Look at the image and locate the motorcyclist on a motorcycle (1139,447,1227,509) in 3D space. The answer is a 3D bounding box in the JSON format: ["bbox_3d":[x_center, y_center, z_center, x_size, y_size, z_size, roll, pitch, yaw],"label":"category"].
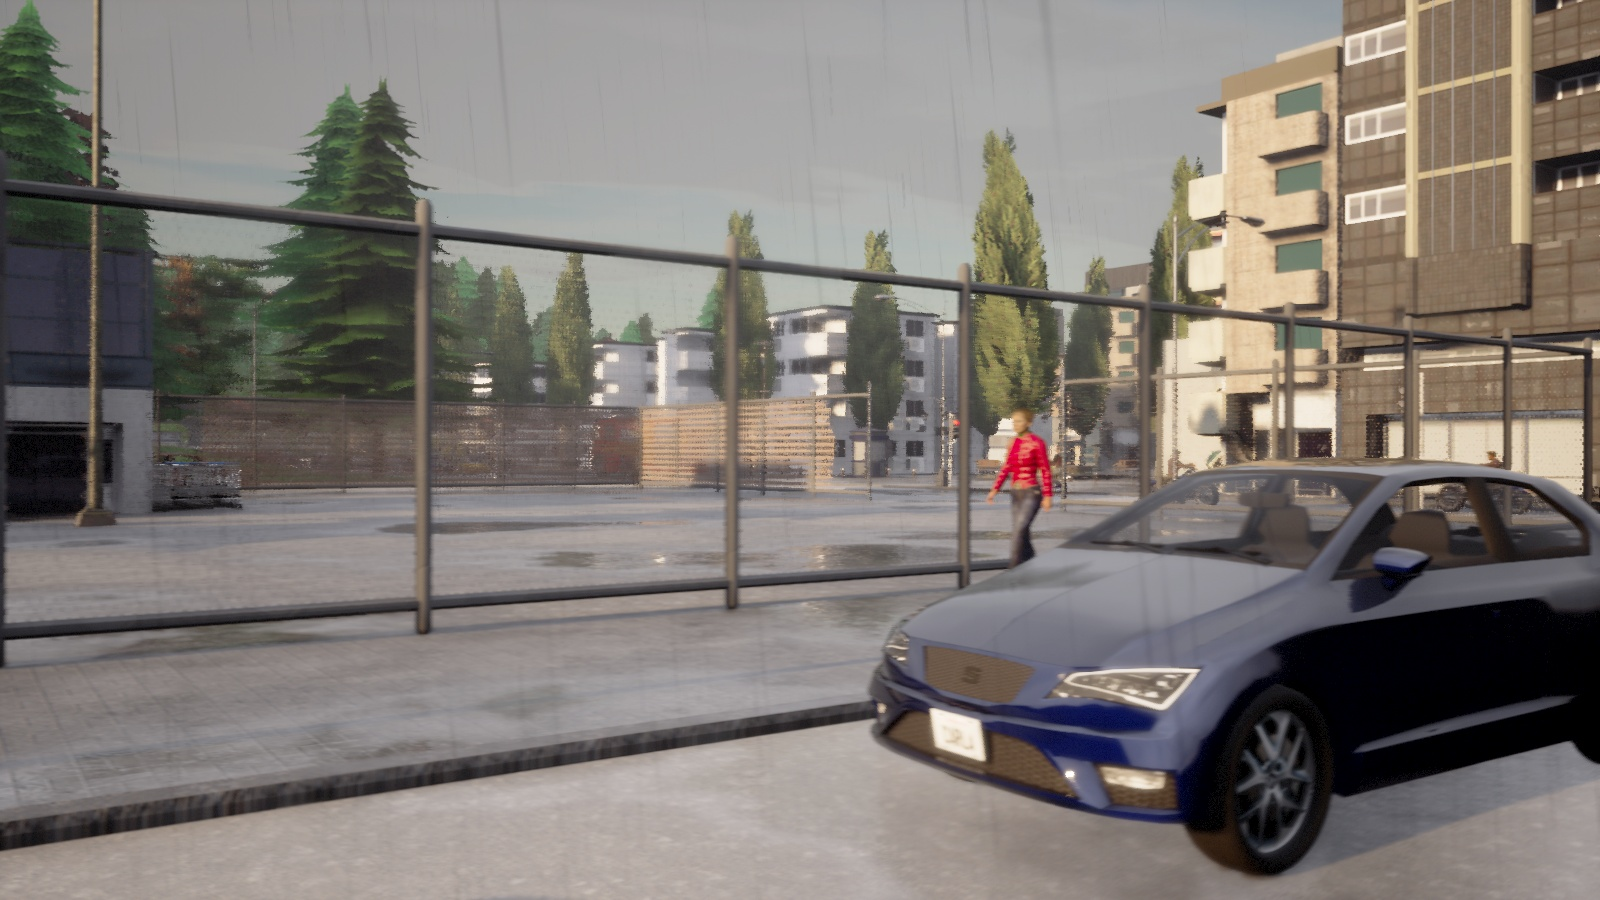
[{"bbox_3d":[10.548,0.758,34.645,0.766,1.649,2.350,0,0,-35],"label":"motorcyclist on a motorcycle"}]

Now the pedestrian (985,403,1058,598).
[{"bbox_3d":[2.148,0.480,12.182,0.636,1.846,0.331,0,0,-32],"label":"pedestrian"}]

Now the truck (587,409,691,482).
[{"bbox_3d":[-9.049,-0.230,69.683,2.891,3.827,8.468,0,0,-28],"label":"truck"}]

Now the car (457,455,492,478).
[{"bbox_3d":[-20.555,1.037,79.252,1.481,1.376,2.207,0,-1,-35],"label":"car"}]

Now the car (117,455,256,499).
[{"bbox_3d":[-21.664,0.913,44.401,4.193,1.474,1.816,0,0,-35],"label":"car"}]

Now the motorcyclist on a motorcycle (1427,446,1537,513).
[{"bbox_3d":[17.316,0.737,31.944,0.766,1.649,2.350,0,0,-35],"label":"motorcyclist on a motorcycle"}]

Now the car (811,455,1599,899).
[{"bbox_3d":[2.298,0.768,5.829,4.193,1.474,1.816,0,0,-33],"label":"car"}]
